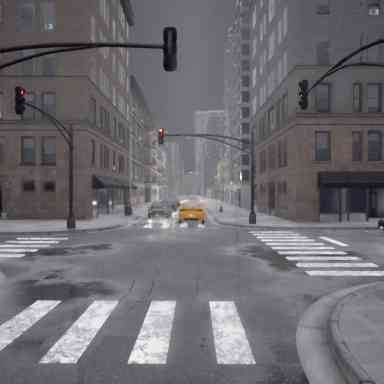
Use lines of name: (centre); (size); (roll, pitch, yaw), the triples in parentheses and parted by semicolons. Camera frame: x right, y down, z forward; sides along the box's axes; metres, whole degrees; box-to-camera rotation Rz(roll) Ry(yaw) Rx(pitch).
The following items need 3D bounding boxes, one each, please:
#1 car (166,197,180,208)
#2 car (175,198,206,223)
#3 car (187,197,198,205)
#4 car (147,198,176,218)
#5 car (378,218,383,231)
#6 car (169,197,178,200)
car: (-2.806, 1.535, 50.145); (1.837, 1.490, 4.892); (0, 0, 0)
car: (0.021, 1.482, 25.619); (1.882, 1.535, 5.008); (0, 0, 2)
car: (0.142, 1.649, 59.972); (1.895, 1.301, 4.718); (0, 0, 0)
car: (-2.831, 1.555, 30.010); (2.033, 1.411, 5.357); (0, 0, 0)
car: (12.378, 1.563, 17.904); (4.313, 1.339, 1.947); (0, 0, 0)
car: (-2.820, 1.521, 39.839); (1.837, 1.490, 4.892); (0, 0, 0)
